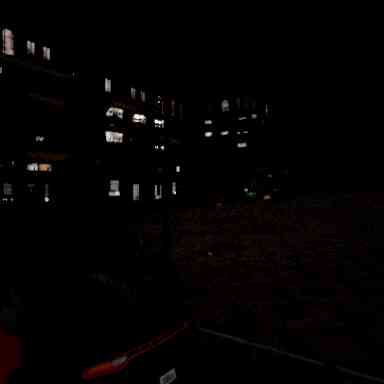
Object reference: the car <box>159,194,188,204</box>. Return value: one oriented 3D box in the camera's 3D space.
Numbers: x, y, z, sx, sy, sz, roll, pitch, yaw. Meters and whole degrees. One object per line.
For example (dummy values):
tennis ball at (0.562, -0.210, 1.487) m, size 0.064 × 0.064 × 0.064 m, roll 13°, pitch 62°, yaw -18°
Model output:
car at (-2.604, 0.980, 48.039) m, size 1.947 × 1.339 × 4.313 m, roll 2°, pitch 2°, yaw 35°

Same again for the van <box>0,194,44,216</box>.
van at (-15.300, 1.105, 29.731) m, size 1.690 × 1.788 × 3.998 m, roll 2°, pitch 2°, yaw 35°

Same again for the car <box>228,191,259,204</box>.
car at (7.455, 0.927, 47.837) m, size 2.008 × 1.369 × 4.403 m, roll 1°, pitch 2°, yaw 35°

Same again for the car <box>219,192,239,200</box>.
car at (6.919, 0.720, 61.766) m, size 1.947 × 1.339 × 4.313 m, roll 2°, pitch 2°, yaw 35°

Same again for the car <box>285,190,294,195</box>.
car at (25.965, 0.185, 89.219) m, size 1.887 × 1.381 × 4.507 m, roll 2°, pitch 2°, yaw 35°

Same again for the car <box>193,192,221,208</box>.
car at (1.106, 1.100, 38.685) m, size 2.008 × 1.369 × 4.403 m, roll 1°, pitch 2°, yaw 35°

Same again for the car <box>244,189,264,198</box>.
car at (13.270, 0.297, 70.911) m, size 2.192 × 1.841 × 5.009 m, roll 2°, pitch 2°, yaw 35°

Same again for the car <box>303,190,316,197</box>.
car at (27.181, 0.310, 76.867) m, size 1.882 × 1.535 × 5.008 m, roll 0°, pitch 1°, yaw 35°

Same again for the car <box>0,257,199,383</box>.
car at (-2.033, 1.554, 4.318) m, size 4.507 × 1.381 × 1.887 m, roll 0°, pitch 0°, yaw 36°

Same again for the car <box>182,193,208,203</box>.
car at (0.570, 0.878, 52.614) m, size 2.008 × 1.369 × 4.403 m, roll 2°, pitch 2°, yaw 35°

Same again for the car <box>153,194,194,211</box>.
car at (-2.069, 1.182, 34.109) m, size 1.887 × 1.381 × 4.507 m, roll 1°, pitch 2°, yaw 35°

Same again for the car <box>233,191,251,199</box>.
car at (9.996, 0.596, 66.201) m, size 1.752 × 1.417 × 4.829 m, roll 2°, pitch 2°, yaw 35°

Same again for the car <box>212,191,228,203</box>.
car at (5.044, 0.967, 49.042) m, size 1.895 × 1.301 × 4.718 m, roll 0°, pitch 1°, yaw 35°

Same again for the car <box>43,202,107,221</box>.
car at (-8.417, 1.379, 24.960) m, size 1.947 × 1.339 × 4.313 m, roll 1°, pitch 2°, yaw 35°

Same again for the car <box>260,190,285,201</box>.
car at (13.901, 0.726, 57.128) m, size 1.752 × 1.417 × 4.829 m, roll 1°, pitch 2°, yaw 35°

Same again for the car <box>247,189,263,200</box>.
car at (11.406, 0.413, 58.268) m, size 2.150 × 2.045 × 5.566 m, roll 0°, pitch 1°, yaw 35°

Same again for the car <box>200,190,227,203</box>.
car at (3.433, 0.674, 52.114) m, size 2.097 × 1.767 × 4.553 m, roll 0°, pitch 1°, yaw 35°
